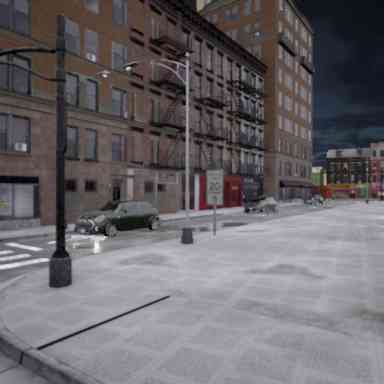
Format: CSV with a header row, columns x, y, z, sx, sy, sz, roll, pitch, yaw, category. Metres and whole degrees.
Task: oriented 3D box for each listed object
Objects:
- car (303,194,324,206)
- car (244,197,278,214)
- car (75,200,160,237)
x,y,z,sx,sy,sz,roll,pitch,yaw,category
16.780,1.080,45.763,2.128,1.511,4.902,0,0,36,car
6.713,1.253,31.915,1.837,1.490,4.892,0,1,36,car
-3.780,1.229,17.366,2.097,1.767,4.553,0,0,37,car
